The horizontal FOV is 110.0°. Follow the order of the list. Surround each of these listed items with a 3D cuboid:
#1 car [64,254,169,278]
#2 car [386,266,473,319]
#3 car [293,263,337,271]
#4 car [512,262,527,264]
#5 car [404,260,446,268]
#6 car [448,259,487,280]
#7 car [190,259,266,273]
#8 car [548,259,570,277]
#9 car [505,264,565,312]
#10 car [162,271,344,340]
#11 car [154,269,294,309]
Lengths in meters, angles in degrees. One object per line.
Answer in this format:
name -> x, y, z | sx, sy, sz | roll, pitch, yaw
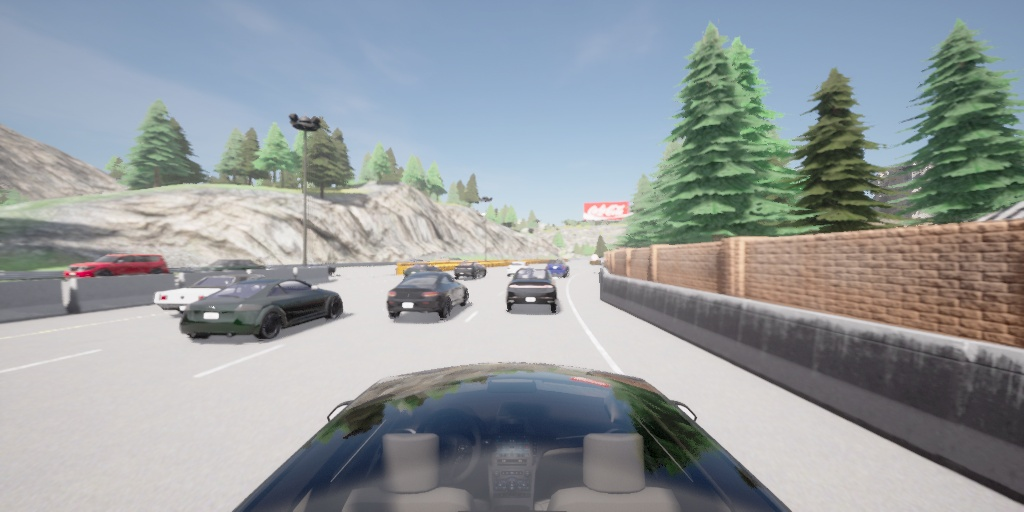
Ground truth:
car -> -29.501, 0.867, 27.132 | 2.150, 2.045, 5.566 | 0, 0, 9
car -> -2.831, 1.265, 12.672 | 1.812, 1.442, 4.674 | 0, 0, 5
car -> -17.999, 1.286, 31.981 | 1.895, 1.301, 4.718 | 0, 0, 11
car -> 0.745, 1.278, 34.928 | 1.812, 1.442, 4.674 | 0, 0, 13
car -> -7.415, 1.287, 30.254 | 1.994, 1.385, 4.181 | 0, 0, 11
car -> -3.582, 1.228, 31.578 | 2.128, 1.511, 4.902 | 0, 0, 12
car -> -22.246, 1.021, 27.955 | 2.097, 1.767, 4.553 | 0, 0, 10
car -> 4.526, 1.118, 35.553 | 2.097, 1.767, 4.553 | 0, 0, 14
car -> 0.844, 1.244, 14.421 | 2.128, 1.511, 4.902 | 0, 0, 5
car -> -6.522, 1.290, 9.924 | 1.994, 1.385, 4.181 | 0, 0, 3
car -> -9.830, 1.315, 13.177 | 1.895, 1.301, 4.718 | 0, 0, 5
